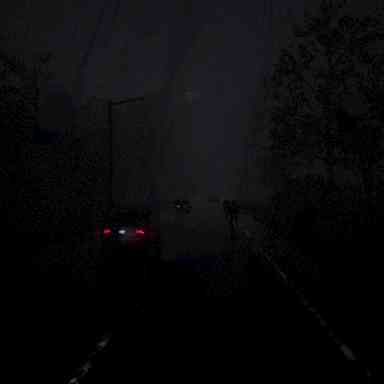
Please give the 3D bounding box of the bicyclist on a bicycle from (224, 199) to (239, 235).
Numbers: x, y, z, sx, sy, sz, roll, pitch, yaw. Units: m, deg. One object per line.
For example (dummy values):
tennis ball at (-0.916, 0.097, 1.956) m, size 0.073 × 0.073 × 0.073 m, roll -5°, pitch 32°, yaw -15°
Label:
bicyclist on a bicycle at (2.165, 1.324, 17.384) m, size 0.659 × 1.776 × 1.843 m, roll 0°, pitch 0°, yaw 3°

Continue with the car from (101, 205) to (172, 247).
car at (-2.375, 1.507, 14.683) m, size 2.033 × 1.411 × 5.357 m, roll 0°, pitch 0°, yaw 4°

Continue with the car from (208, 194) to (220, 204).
car at (4.004, 1.192, 61.402) m, size 2.097 × 1.767 × 4.553 m, roll 0°, pitch 0°, yaw 3°

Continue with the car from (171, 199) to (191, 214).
car at (-1.156, 1.455, 34.545) m, size 2.033 × 1.411 × 5.357 m, roll 0°, pitch 0°, yaw 4°

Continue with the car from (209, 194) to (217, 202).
car at (4.674, 1.308, 73.906) m, size 1.837 × 1.490 × 4.892 m, roll 0°, pitch 0°, yaw 4°
